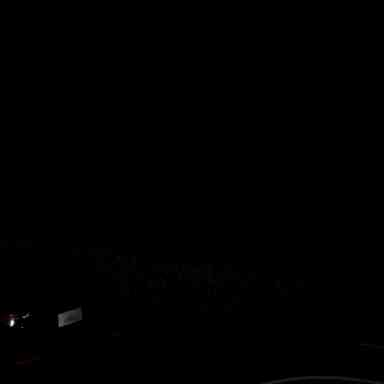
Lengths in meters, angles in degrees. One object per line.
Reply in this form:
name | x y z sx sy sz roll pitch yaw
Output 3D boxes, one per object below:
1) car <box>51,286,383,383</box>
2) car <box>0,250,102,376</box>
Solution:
car | 1.286 1.552 2.163 4.403 1.369 2.008 -1 0 35
car | -3.212 1.621 5.368 4.313 1.339 1.947 -1 0 35
